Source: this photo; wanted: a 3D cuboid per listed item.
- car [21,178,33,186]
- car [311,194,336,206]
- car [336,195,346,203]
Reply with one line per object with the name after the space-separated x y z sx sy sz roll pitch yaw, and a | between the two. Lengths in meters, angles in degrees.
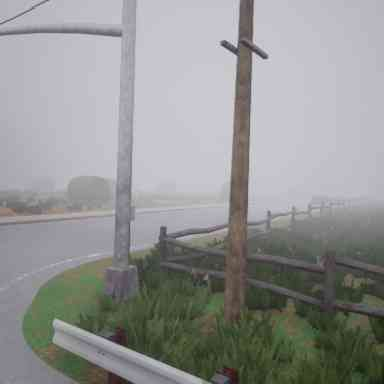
-39.082 -2.247 79.203 1.905 1.878 3.866 8 2 -13 | car
17.438 1.075 44.657 1.882 1.535 5.008 3 1 33 | car
24.084 1.178 54.820 1.895 1.301 4.718 3 2 33 | car
